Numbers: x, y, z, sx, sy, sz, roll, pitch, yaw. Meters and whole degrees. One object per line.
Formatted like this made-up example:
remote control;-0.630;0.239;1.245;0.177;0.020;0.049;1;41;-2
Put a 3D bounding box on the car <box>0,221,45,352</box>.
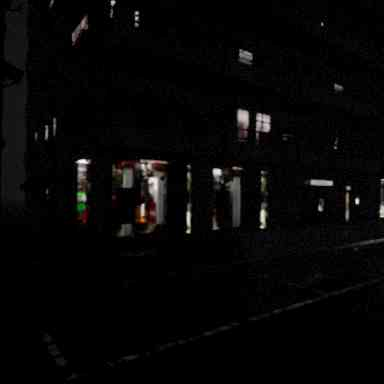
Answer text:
car;-4.250;1.317;3.506;5.009;1.841;2.192;0;1;-35
